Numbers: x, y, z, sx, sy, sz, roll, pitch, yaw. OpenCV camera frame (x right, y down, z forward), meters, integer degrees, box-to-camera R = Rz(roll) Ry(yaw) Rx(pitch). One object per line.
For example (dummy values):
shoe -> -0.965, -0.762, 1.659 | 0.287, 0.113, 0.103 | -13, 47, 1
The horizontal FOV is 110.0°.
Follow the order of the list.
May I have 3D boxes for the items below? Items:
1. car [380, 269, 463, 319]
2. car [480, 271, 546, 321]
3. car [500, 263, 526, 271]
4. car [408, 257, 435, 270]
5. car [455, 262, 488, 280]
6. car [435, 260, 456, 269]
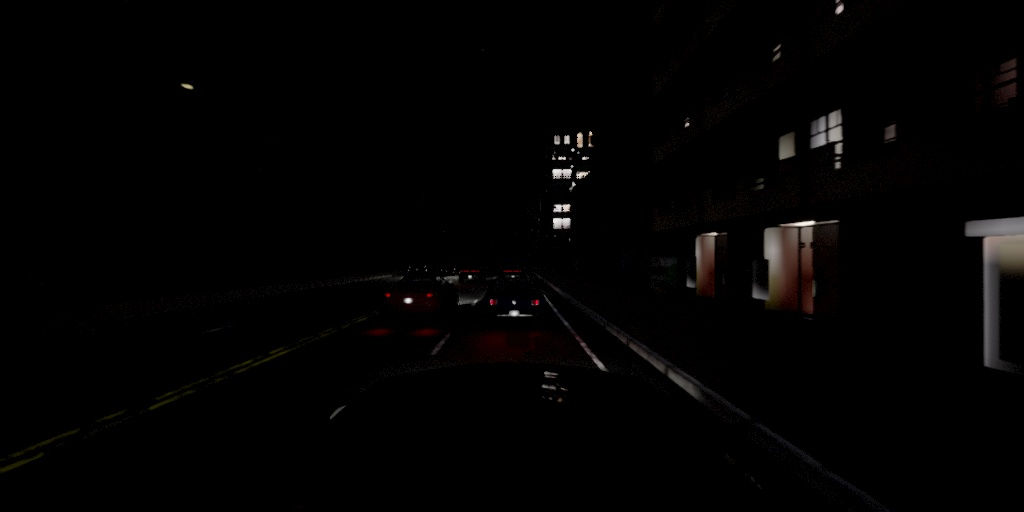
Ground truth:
car -> -3.177, 1.345, 13.019 | 1.994, 1.385, 4.181 | 0, 0, 0
car -> 0.075, 1.381, 12.622 | 1.895, 1.301, 4.718 | 0, 0, 0
car -> 0.070, 1.332, 29.541 | 1.837, 1.490, 4.892 | 0, 0, 0
car -> -9.862, 1.080, 40.003 | 2.150, 2.045, 5.566 | 0, 0, 0
car -> -3.180, 1.333, 29.602 | 1.837, 1.490, 4.892 | 0, 0, 0
car -> -6.614, 1.360, 38.487 | 1.837, 1.490, 4.892 | 0, -1, 0
